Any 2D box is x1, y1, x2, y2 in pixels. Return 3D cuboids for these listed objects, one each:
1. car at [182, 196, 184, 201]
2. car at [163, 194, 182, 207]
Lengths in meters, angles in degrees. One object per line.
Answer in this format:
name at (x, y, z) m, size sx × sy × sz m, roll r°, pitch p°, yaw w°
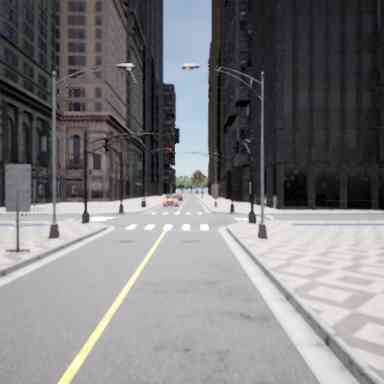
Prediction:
car at (-2.991, 1.272, 74.966) m, size 1.837 × 1.490 × 4.892 m, roll 0°, pitch 0°, yaw 0°
car at (-2.996, 1.165, 47.595) m, size 2.097 × 1.767 × 4.553 m, roll 0°, pitch 0°, yaw 0°
